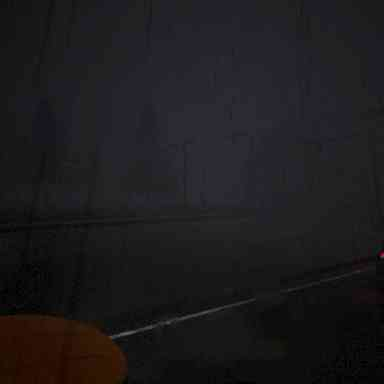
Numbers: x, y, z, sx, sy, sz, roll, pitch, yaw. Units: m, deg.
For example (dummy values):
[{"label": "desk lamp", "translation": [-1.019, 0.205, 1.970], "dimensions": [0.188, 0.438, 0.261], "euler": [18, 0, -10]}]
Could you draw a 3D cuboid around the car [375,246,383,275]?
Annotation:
[{"label": "car", "translation": [6.936, 1.547, 8.741], "dimensions": [5.357, 1.411, 2.033], "euler": [0, 0, -35]}]

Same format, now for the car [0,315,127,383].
[{"label": "car", "translation": [-2.774, 1.478, 1.768], "dimensions": [5.008, 1.535, 1.882], "euler": [0, 0, -35]}]
